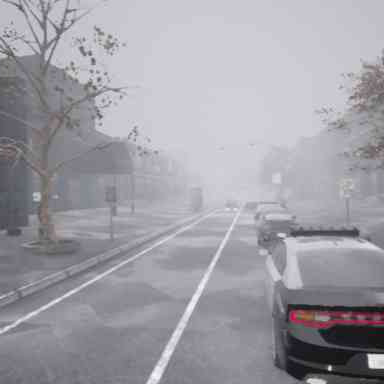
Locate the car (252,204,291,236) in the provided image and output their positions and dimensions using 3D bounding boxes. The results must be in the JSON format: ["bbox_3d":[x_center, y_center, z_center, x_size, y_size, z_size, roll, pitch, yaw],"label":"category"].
[{"bbox_3d":[3.906,1.531,15.446,1.812,1.442,4.674,-2,0,10],"label":"car"}]

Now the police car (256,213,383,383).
[{"bbox_3d":[2.230,1.407,5.699,1.930,1.638,5.238,-2,0,10],"label":"police car"}]

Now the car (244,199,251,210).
[{"bbox_3d":[7.923,1.612,44.005,1.812,1.442,4.674,-2,0,10],"label":"car"}]

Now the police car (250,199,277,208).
[{"bbox_3d":[4.938,1.445,21.469,1.930,1.638,5.238,-2,0,10],"label":"police car"}]

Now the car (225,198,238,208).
[{"bbox_3d":[6.222,1.705,51.971,2.033,1.411,5.357,-2,0,10],"label":"car"}]
